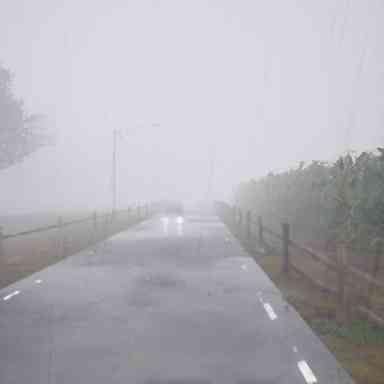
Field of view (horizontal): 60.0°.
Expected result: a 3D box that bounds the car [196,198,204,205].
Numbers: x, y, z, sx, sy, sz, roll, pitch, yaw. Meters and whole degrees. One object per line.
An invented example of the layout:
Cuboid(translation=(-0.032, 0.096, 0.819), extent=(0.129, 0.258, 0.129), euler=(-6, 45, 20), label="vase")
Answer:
Cuboid(translation=(1.836, 2.199, 77.351), extent=(1.837, 1.490, 4.892), euler=(0, -1, 1), label="car")

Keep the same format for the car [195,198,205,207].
Cuboid(translation=(1.584, 2.191, 66.931), extent=(2.128, 1.511, 4.902), euler=(0, -1, 1), label="car")

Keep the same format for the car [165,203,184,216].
Cuboid(translation=(-1.897, 1.894, 36.559), extent=(1.895, 1.301, 4.718), euler=(0, -1, 1), label="car")
